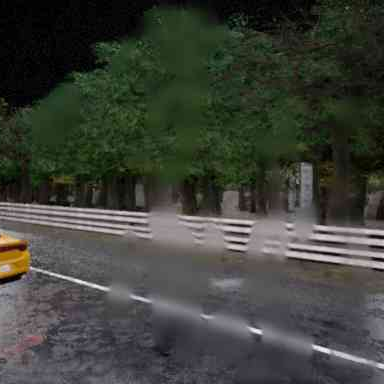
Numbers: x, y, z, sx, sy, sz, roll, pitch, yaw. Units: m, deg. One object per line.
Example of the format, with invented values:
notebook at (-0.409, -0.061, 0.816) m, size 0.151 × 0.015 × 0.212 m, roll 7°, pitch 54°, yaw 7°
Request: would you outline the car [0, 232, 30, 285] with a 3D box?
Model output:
car at (-6.063, 1.323, 7.472) m, size 5.008 × 1.535 × 1.882 m, roll 1°, pitch -1°, yaw 20°
